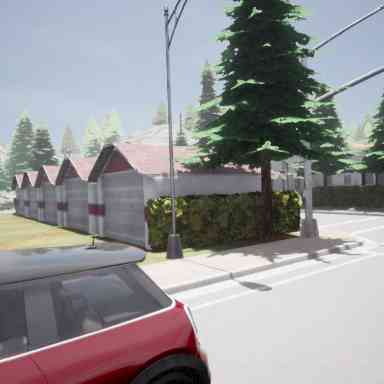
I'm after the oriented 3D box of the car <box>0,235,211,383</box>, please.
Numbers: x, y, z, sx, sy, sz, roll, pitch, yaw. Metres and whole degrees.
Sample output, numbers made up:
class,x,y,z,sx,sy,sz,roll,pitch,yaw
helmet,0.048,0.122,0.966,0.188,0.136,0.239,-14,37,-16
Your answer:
class,x,y,z,sx,sy,sz,roll,pitch,yaw
car,-2.108,1.355,2.491,4.553,1.767,2.097,-2,1,-36
